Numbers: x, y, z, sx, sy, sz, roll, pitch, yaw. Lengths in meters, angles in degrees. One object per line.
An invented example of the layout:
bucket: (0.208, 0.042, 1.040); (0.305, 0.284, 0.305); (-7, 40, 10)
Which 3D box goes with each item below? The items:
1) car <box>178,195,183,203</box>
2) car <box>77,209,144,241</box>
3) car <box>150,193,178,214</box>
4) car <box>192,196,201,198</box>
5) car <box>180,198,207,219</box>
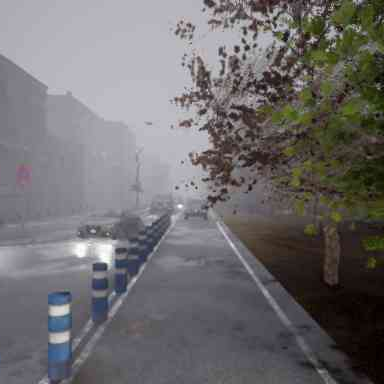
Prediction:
car: (-2.444, 1.334, 56.671); (2.128, 1.511, 4.902); (0, 0, 2)
car: (-3.979, 1.555, 16.860); (1.994, 1.385, 4.181); (0, 0, 13)
car: (-2.978, 1.157, 34.707); (2.150, 2.045, 5.566); (0, 0, 1)
car: (0.731, 1.363, 47.301); (1.882, 1.535, 5.008); (0, 0, 1)
car: (0.350, 1.505, 28.366); (2.033, 1.411, 5.357); (0, 0, 1)
